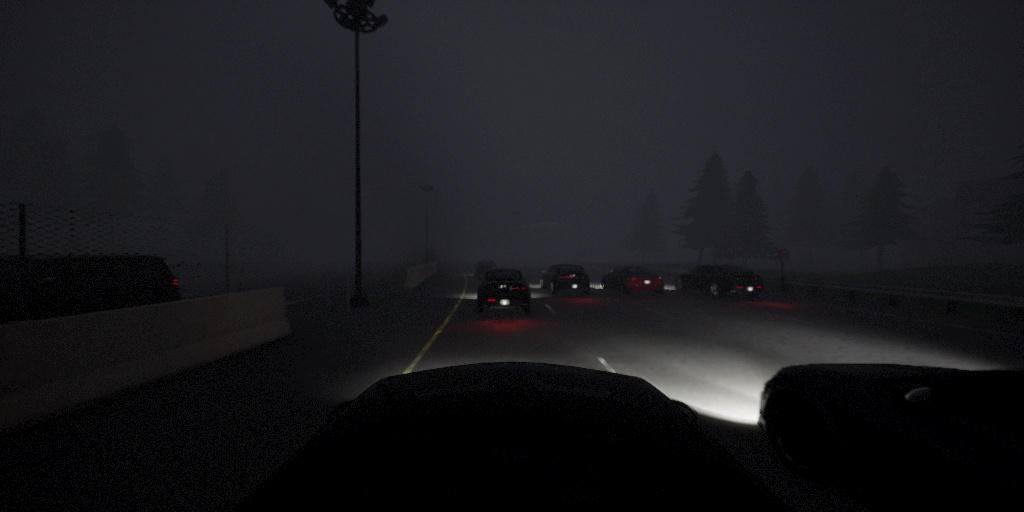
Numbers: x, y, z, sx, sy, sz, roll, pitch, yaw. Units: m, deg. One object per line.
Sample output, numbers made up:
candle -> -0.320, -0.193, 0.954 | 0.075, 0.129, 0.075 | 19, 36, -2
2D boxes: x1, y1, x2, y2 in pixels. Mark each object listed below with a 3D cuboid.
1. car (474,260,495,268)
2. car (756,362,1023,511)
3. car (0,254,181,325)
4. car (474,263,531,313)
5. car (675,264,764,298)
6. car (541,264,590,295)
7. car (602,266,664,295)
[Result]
car -> -2.342, 1.070, 31.960 | 1.882, 1.535, 5.008 | 0, 0, -9
car -> 3.525, 1.299, 1.988 | 1.994, 1.385, 4.181 | 0, 0, 0
car -> -10.757, 0.980, 8.193 | 2.150, 2.045, 5.566 | 0, 0, -2
car -> -0.362, 1.190, 13.650 | 1.837, 1.490, 4.892 | 0, 0, -3
car -> 9.879, 1.129, 17.539 | 1.837, 1.490, 4.892 | 0, 0, -4
car -> 2.734, 1.148, 19.092 | 1.837, 1.490, 4.892 | 0, 0, -5
car -> 6.252, 1.194, 18.972 | 1.994, 1.385, 4.181 | 0, 0, -5
